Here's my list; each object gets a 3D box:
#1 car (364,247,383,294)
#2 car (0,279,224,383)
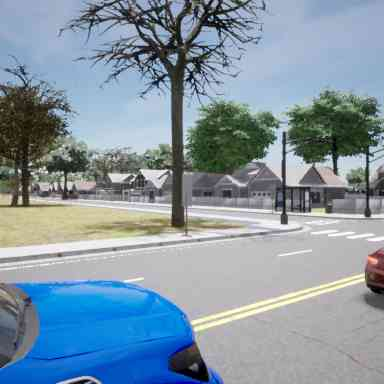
[{"bbox_3d":[5.670,1.524,7.459,4.674,1.442,1.812,0,0,-36],"label":"car"},{"bbox_3d":[-2.406,1.222,1.725,5.566,2.045,2.150,0,0,-36],"label":"car"}]
